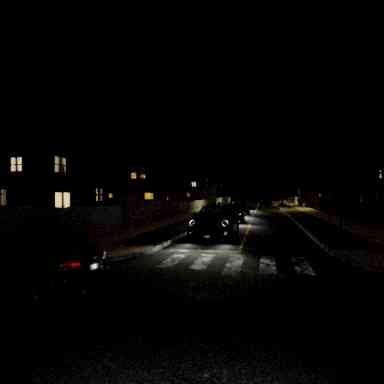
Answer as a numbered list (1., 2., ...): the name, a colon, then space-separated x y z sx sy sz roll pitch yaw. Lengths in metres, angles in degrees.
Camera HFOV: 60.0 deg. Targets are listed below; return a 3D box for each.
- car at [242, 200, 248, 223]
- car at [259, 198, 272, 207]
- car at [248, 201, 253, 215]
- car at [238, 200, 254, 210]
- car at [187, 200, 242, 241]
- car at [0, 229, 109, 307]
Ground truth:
1. car: 3.320 1.667 26.977 1.812 1.442 4.674 -1 0 12
2. car: 12.696 1.796 57.257 1.837 1.490 4.892 -1 -1 12
3. car: 5.456 1.686 36.956 2.128 1.511 4.902 -1 0 12
4. car: 7.726 1.857 47.384 1.895 1.301 4.718 -1 -1 13
5. car: 1.200 1.450 17.297 2.097 1.767 4.553 -1 0 14
6. car: -4.089 1.579 7.717 4.181 1.385 1.994 1 -1 12
